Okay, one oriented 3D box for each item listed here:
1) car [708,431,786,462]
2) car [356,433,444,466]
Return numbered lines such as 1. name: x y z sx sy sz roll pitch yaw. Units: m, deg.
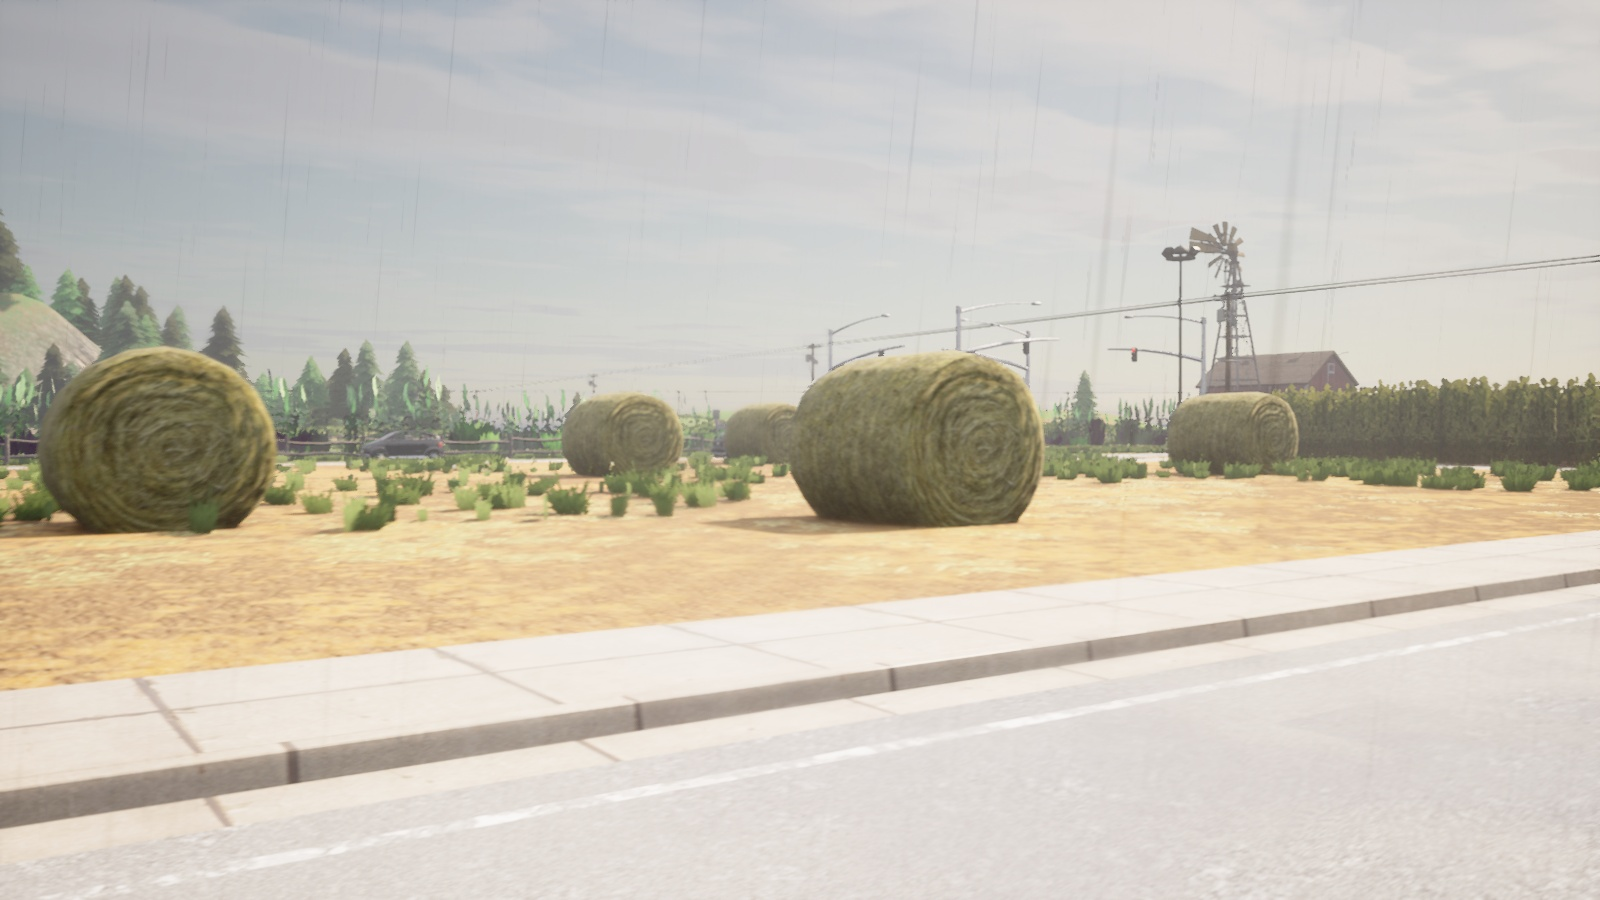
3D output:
1. car: -2.794 -0.216 66.221 3.705 1.549 1.789 -1 1 -31
2. car: -19.222 -0.035 60.411 3.705 1.549 1.789 -1 1 -31
